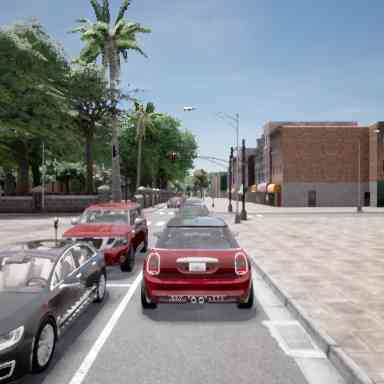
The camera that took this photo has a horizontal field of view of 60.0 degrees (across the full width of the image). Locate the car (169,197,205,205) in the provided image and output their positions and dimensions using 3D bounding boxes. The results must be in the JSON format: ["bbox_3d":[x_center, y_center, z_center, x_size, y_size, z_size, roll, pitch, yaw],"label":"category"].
[{"bbox_3d":[0.075,1.363,17.802,2.097,1.767,4.553,0,0,-1],"label":"car"}]

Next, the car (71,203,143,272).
[{"bbox_3d":[-2.639,1.318,10.953,2.192,1.841,5.009,0,0,0],"label":"car"}]

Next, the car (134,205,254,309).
[{"bbox_3d":[0.098,1.354,8.028,2.097,1.767,4.553,0,0,0],"label":"car"}]

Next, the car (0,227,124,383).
[{"bbox_3d":[-2.638,1.551,5.489,2.008,1.369,4.403,0,0,0],"label":"car"}]

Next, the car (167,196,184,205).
[{"bbox_3d":[-2.640,1.543,49.102,1.967,1.590,4.097,0,0,0],"label":"car"}]
